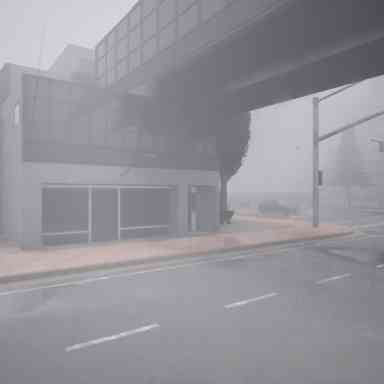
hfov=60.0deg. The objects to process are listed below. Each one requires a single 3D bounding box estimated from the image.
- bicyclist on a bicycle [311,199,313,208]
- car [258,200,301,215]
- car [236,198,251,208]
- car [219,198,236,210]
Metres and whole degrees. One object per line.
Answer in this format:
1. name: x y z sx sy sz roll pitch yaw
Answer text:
1. bicyclist on a bicycle: 15.798 1.301 42.775 1.656 1.620 0.582 0 0 -36
2. car: 8.765 1.526 33.745 1.812 1.442 4.674 0 0 -36
3. car: 6.326 1.547 49.460 2.033 1.411 5.357 0 0 -36
4. car: 2.834 1.478 41.994 1.882 1.535 5.008 0 0 -36
